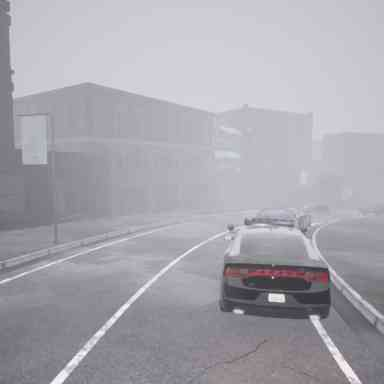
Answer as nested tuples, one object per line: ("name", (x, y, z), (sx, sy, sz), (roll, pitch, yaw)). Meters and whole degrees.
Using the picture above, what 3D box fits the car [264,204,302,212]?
("car", (4.259, 1.520, 16.678), (1.882, 1.535, 5.008), (2, 0, 21))

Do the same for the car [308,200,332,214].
("car", (14.241, 1.630, 38.179), (4.902, 1.511, 2.128), (2, 2, -41))

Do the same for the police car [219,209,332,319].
("police car", (1.745, 1.433, 7.663), (1.930, 1.638, 5.238), (1, 0, 10))

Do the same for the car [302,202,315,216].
("car", (6.618, 1.611, 21.847), (1.812, 1.442, 4.674), (2, 1, 28))

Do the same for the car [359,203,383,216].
("car", (22.480, 2.103, 40.376), (5.357, 1.411, 2.033), (2, 3, -32))
